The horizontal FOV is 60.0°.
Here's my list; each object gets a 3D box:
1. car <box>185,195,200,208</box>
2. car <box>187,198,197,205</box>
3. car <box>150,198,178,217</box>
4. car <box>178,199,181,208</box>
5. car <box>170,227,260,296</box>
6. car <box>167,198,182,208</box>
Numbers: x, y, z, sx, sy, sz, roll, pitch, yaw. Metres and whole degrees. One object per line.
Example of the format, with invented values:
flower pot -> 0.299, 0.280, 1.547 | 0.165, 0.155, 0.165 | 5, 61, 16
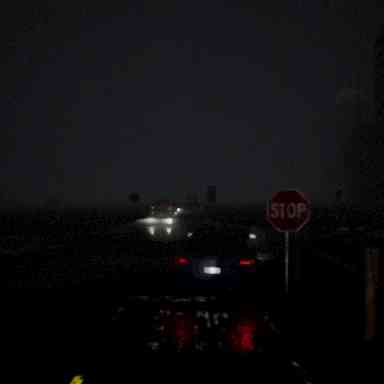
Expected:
car -> 0.096, 1.498, 52.485 | 2.150, 2.045, 5.566 | 0, 0, 0
car -> -0.002, 1.938, 72.369 | 2.033, 1.411, 5.357 | 0, 0, 0
car -> -2.852, 1.518, 32.970 | 2.097, 1.767, 4.553 | 0, 0, 0
car -> -2.848, 1.771, 43.238 | 2.033, 1.411, 5.357 | 0, 0, 0
car -> 0.755, 1.607, 8.892 | 1.994, 1.385, 4.181 | 0, 0, 9
car -> -2.830, 1.775, 53.656 | 2.128, 1.511, 4.902 | 0, 0, 0
